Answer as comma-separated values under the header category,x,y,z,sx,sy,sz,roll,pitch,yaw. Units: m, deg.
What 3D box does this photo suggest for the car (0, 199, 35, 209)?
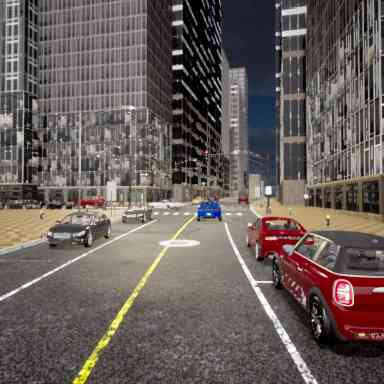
category,x,y,z,sx,sy,sz,roll,pitch,yaw
car,-22.399,1.653,43.249,4.403,1.369,2.008,0,-1,13

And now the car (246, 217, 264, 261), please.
category,x,y,z,sx,sy,sz,roll,pitch,yaw
car,3.007,1.547,11.998,1.887,1.381,4.507,1,0,3

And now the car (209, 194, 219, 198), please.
category,x,y,z,sx,sy,sz,roll,pitch,yaw
car,5.157,1.491,78.798,2.192,1.841,5.009,1,0,14

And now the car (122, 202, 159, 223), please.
category,x,y,z,sx,sy,sz,roll,pitch,yaw
car,-4.129,1.573,25.696,2.008,1.369,4.403,1,0,5

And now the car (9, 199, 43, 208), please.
category,x,y,z,sx,sy,sz,roll,pitch,yaw
car,-26.033,1.833,52.209,4.403,1.369,2.008,0,-1,13

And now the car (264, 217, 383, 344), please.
category,x,y,z,sx,sy,sz,roll,pitch,yaw
car,2.815,1.441,6.358,1.967,1.590,4.097,1,0,2

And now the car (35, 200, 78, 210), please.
category,x,y,z,sx,sy,sz,roll,pitch,yaw
car,-16.958,1.637,41.959,4.313,1.339,1.947,0,-1,13

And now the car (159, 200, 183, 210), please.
category,x,y,z,sx,sy,sz,roll,pitch,yaw
car,-3.493,1.678,43.035,4.718,1.301,1.895,-1,-1,37

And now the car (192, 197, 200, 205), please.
category,x,y,z,sx,sy,sz,roll,pitch,yaw
car,1.162,1.640,62.559,1.752,1.417,4.829,1,0,12

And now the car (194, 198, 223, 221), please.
category,x,y,z,sx,sy,sz,roll,pitch,yaw
car,1.480,1.494,27.165,1.882,1.535,5.008,0,0,5

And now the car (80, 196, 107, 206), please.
category,x,y,z,sx,sy,sz,roll,pitch,yaw
car,-15.147,1.535,49.631,5.009,1.841,2.192,0,-1,13

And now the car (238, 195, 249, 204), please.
category,x,y,z,sx,sy,sz,roll,pitch,yaw
car,10.079,1.410,65.113,2.192,1.841,5.009,1,0,13

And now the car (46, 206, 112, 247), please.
category,x,y,z,sx,sy,sz,roll,pitch,yaw
car,-4.880,1.561,14.906,2.008,1.369,4.403,1,0,3
